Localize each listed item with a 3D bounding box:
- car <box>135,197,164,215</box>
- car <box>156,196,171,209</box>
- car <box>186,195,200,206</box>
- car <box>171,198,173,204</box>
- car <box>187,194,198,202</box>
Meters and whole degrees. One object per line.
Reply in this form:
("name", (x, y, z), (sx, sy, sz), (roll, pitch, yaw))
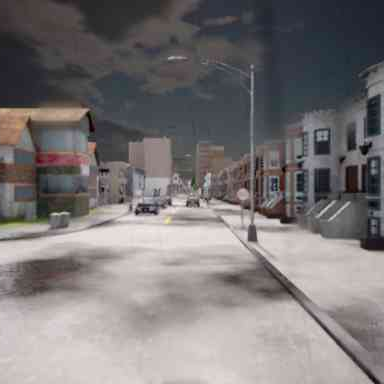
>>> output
("car", (-4.085, 1.407, 31.087), (1.994, 1.385, 4.181), (0, 0, 0))
("car", (-4.068, 1.298, 41.032), (1.837, 1.490, 4.892), (0, 0, 0))
("car", (0.131, 1.285, 47.953), (1.812, 1.442, 4.674), (0, 0, 0))
("car", (-4.026, 1.288, 51.481), (2.033, 1.411, 5.357), (0, 0, 1))
("car", (0.080, 1.220, 64.907), (2.033, 1.411, 5.357), (0, 0, 0))
